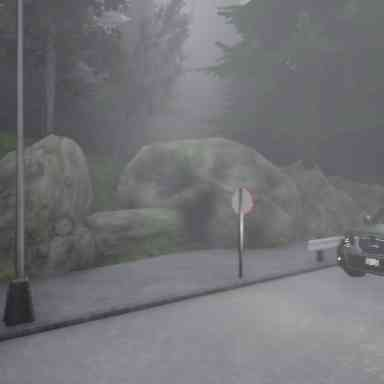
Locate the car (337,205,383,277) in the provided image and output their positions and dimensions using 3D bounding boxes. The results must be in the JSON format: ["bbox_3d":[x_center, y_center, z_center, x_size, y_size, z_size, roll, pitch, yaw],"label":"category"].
[{"bbox_3d":[6.316,1.222,9.100,5.566,2.045,2.150,0,0,-35],"label":"car"}]
